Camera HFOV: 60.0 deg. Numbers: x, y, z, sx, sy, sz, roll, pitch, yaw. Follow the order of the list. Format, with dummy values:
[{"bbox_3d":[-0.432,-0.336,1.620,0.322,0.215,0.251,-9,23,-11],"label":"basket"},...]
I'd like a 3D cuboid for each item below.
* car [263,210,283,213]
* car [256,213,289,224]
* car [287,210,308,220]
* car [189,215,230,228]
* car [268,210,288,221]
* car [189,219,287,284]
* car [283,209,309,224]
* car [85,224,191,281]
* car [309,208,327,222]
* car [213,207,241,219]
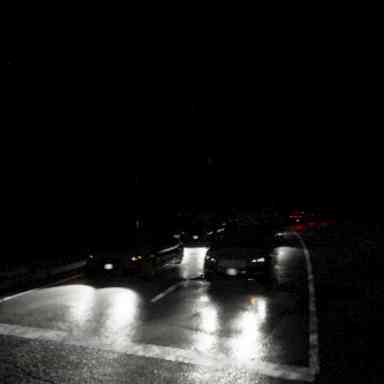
[{"bbox_3d":[6.849,2.593,30.281,1.882,1.535,5.008,-1,-3,10],"label":"car"},{"bbox_3d":[4.582,2.225,20.069,2.033,1.411,5.357,-2,-3,15],"label":"car"},{"bbox_3d":[16.132,3.458,51.292,1.812,1.442,4.674,-1,-3,1],"label":"car"},{"bbox_3d":[0.732,2.268,19.353,1.994,1.385,4.181,-2,-3,16],"label":"car"},{"bbox_3d":[12.595,3.402,49.060,1.837,1.490,4.892,-1,-2,2],"label":"car"},{"bbox_3d":[1.765,1.837,10.795,2.128,1.511,4.902,-2,-2,18],"label":"car"},{"bbox_3d":[11.796,2.928,38.596,1.837,1.490,4.892,-1,-2,6],"label":"car"},{"bbox_3d":[-1.739,1.986,11.326,1.994,1.385,4.181,-2,-2,18],"label":"car"},{"bbox_3d":[15.739,2.912,43.084,2.097,1.767,4.553,-1,-3,3],"label":"car"},{"bbox_3d":[3.147,2.357,29.479,2.150,2.045,5.566,-1,-3,11],"label":"car"}]
